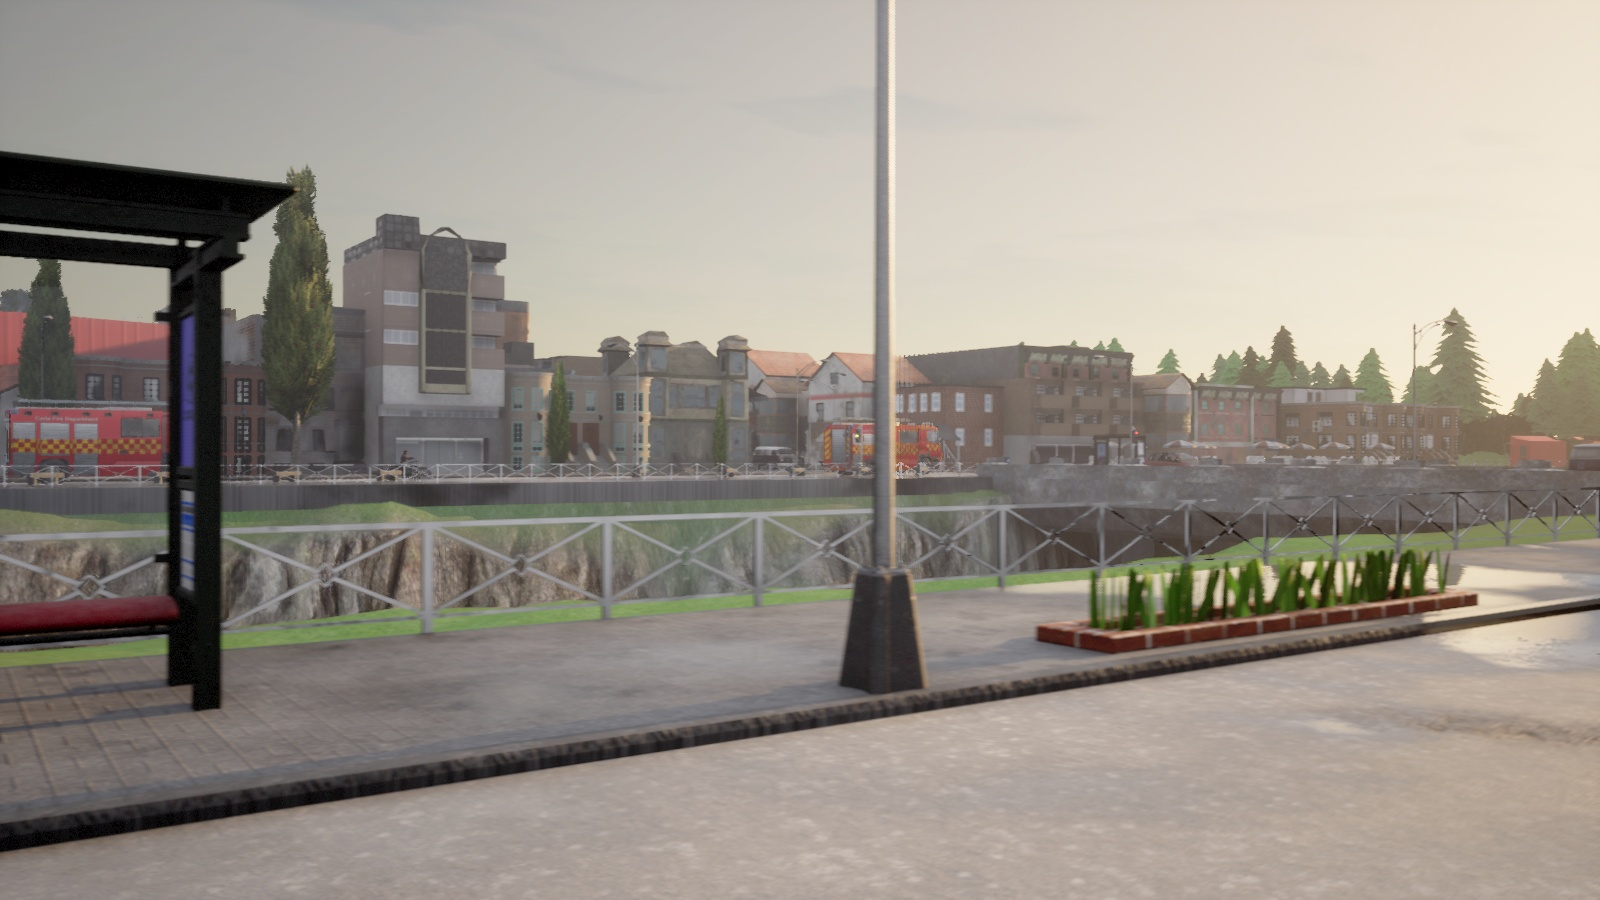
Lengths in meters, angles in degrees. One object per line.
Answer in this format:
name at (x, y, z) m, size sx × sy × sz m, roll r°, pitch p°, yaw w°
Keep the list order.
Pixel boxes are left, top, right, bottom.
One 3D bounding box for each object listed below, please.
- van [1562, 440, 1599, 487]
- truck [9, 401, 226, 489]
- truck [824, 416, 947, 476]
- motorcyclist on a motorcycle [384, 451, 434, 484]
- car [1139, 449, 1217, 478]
van at (34.812, 0.553, 52.752) m, size 1.775 × 1.987 × 4.442 m, roll 0°, pitch 0°, yaw -35°
truck at (-31.250, -0.212, 57.708) m, size 8.468 × 3.827 × 2.891 m, roll 0°, pitch 0°, yaw -35°
truck at (5.789, -0.226, 83.879) m, size 8.468 × 3.827 × 2.891 m, roll 0°, pitch 0°, yaw -39°
motorcyclist on a motorcycle at (-20.315, 0.898, 65.320) m, size 2.350 × 1.649 × 0.766 m, roll 0°, pitch 0°, yaw -35°
car at (21.561, 0.773, 71.772) m, size 1.851 × 1.617 × 3.988 m, roll 0°, pitch 0°, yaw -35°
